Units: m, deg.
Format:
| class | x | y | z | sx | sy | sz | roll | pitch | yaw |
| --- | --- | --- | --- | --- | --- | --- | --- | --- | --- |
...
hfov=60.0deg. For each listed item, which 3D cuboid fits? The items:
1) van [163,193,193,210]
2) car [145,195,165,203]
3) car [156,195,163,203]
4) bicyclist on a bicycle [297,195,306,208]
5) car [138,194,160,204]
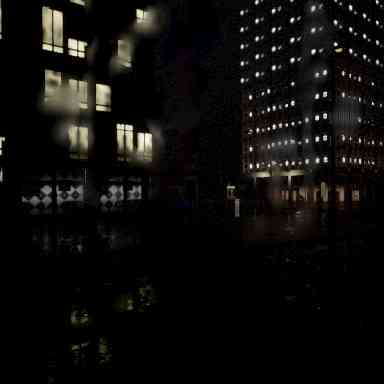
| class | x | y | z | sx | sy | sz | roll | pitch | yaw |
| --- | --- | --- | --- | --- | --- | --- | --- | --- | --- |
| van | -1.474 | 1.210 | 40.252 | 1.690 | 1.788 | 3.998 | 0 | 0 | -34 |
| car | -6.996 | 1.238 | 63.289 | 1.887 | 1.381 | 4.507 | 0 | 0 | -34 |
| car | -3.883 | 1.035 | 58.707 | 2.192 | 1.841 | 5.009 | 0 | 0 | -34 |
| bicyclist on a bicycle | 12.917 | 1.117 | 39.213 | 1.656 | 1.620 | 0.582 | -1 | 1 | -34 |
| car | -7.817 | 1.204 | 59.876 | 1.882 | 1.535 | 5.008 | -1 | 1 | -34 |
